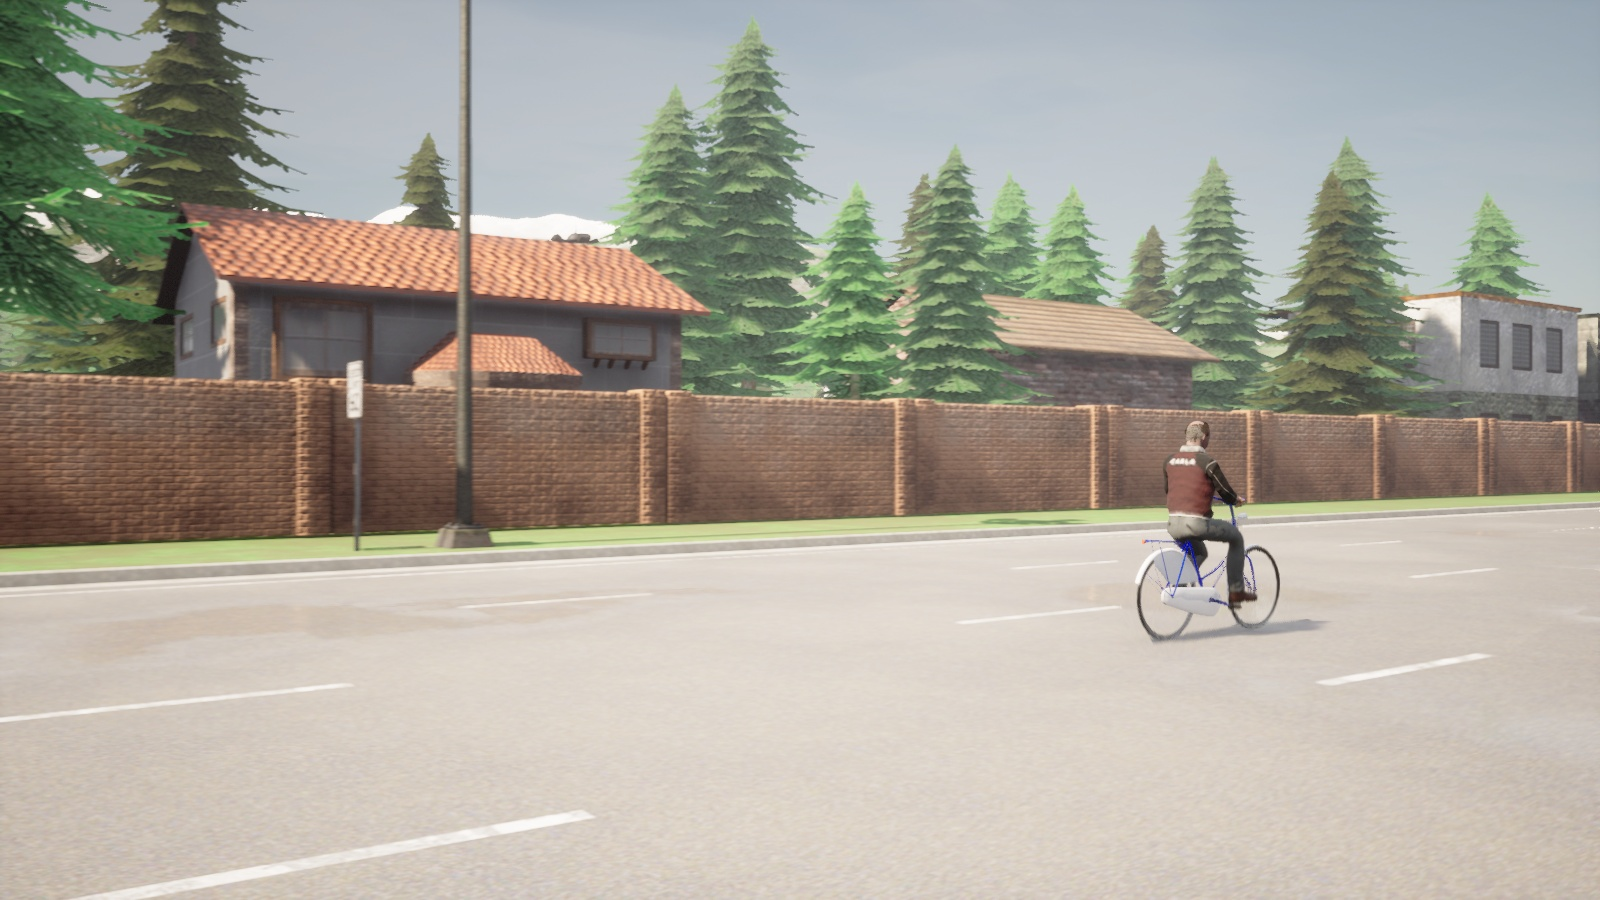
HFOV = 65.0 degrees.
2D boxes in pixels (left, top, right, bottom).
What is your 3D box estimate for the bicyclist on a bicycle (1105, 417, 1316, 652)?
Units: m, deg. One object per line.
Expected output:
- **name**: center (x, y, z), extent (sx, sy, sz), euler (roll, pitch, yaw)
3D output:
- **bicyclist on a bicycle**: center (3.383, 0.633, 10.278), extent (1.843, 1.776, 0.659), euler (0, 0, -35)
